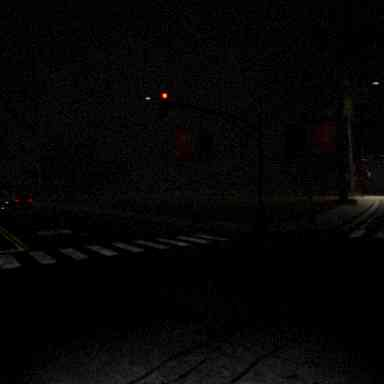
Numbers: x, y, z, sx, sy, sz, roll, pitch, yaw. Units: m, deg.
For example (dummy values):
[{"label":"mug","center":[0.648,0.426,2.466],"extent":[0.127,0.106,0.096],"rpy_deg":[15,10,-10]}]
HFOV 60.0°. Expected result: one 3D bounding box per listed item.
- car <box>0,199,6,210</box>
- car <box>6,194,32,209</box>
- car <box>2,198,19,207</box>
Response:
[{"label":"car","center":[-25.756,1.556,42.995],"extent":[1.837,1.490,4.892],"rpy_deg":[-1,0,-35]},{"label":"car","center":[-23.125,1.232,44.896],"extent":[2.150,2.045,5.566],"rpy_deg":[-1,0,-35]},{"label":"car","center":[-29.122,1.635,53.367],"extent":[1.895,1.301,4.718],"rpy_deg":[-1,0,-35]}]
